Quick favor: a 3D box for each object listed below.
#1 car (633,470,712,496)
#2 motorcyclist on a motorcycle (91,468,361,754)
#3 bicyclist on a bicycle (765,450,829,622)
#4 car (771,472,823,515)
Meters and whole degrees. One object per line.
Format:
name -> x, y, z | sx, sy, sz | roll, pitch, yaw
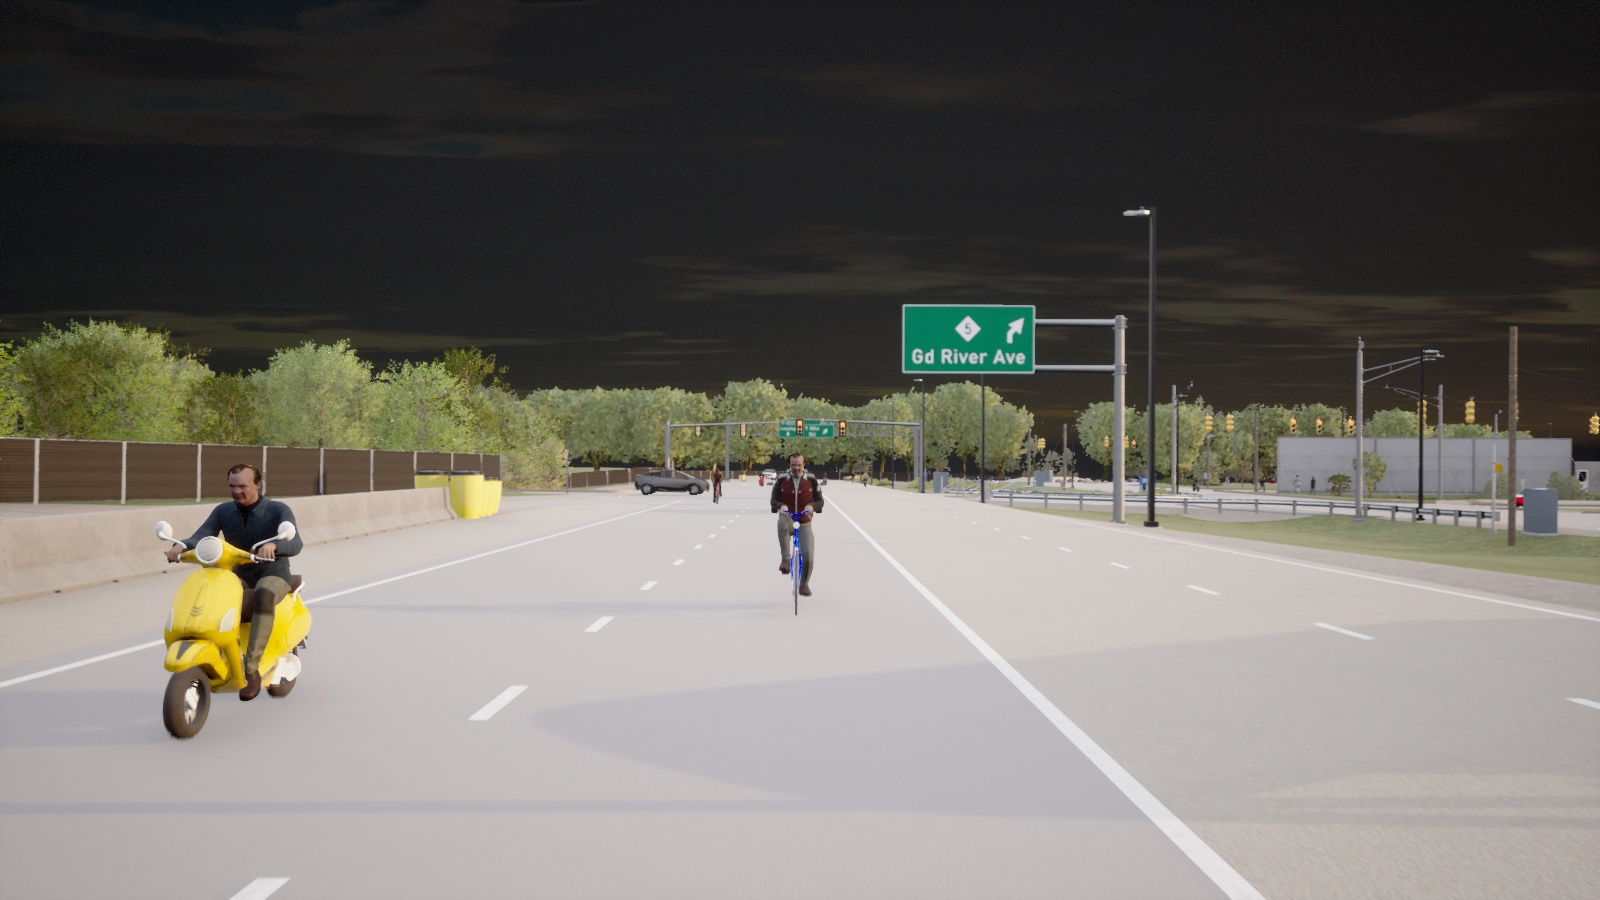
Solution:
car -> -7.603, 1.977, 75.332 | 4.514, 1.525, 2.007 | 0, -1, 0
motorcyclist on a motorcycle -> -3.518, 0.911, 7.911 | 0.866, 1.590, 1.817 | 0, -1, 0
bicyclist on a bicycle -> -0.033, 0.912, 13.947 | 0.659, 1.776, 1.843 | 0, -1, 0
car -> -0.109, 1.559, 46.582 | 1.837, 1.490, 4.892 | 0, -1, 0
